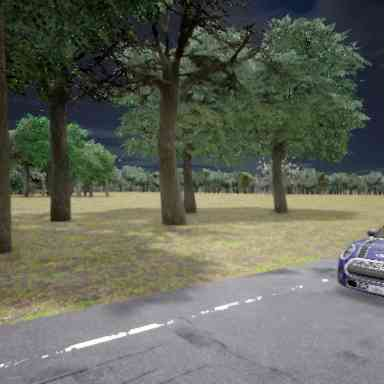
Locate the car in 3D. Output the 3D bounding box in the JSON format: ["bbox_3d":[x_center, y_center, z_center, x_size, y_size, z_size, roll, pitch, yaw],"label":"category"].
[{"bbox_3d":[5.485,1.340,7.898,4.553,1.767,2.097,0,0,-35],"label":"car"}]
